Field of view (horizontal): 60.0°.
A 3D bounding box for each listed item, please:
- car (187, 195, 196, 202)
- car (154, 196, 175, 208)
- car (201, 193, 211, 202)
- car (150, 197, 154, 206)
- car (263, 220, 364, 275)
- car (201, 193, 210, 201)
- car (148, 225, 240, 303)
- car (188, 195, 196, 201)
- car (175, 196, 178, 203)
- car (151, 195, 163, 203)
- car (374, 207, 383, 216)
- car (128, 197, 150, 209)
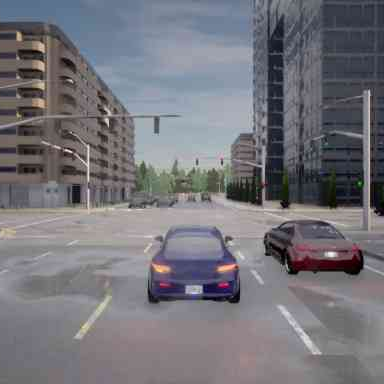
[{"bbox_3d":[-0.144,1.530,77.420,2.033,1.411,5.357,0,0,1],"label":"car"},{"bbox_3d":[-3.984,1.346,48.972,2.097,1.767,4.553,0,0,0],"label":"car"},{"bbox_3d":[3.358,1.346,77.627,2.097,1.767,4.553,0,0,1],"label":"car"},{"bbox_3d":[-7.455,1.557,54.906,1.994,1.385,4.181,0,0,2],"label":"car"},{"bbox_3d":[3.557,1.563,10.484,1.994,1.385,4.181,0,0,0],"label":"car"},{"bbox_3d":[3.468,1.214,87.790,2.150,2.045,5.566,0,0,1],"label":"car"},{"bbox_3d":[0.048,1.525,8.062,1.812,1.442,4.674,0,0,0],"label":"car"},{"bbox_3d":[-0.033,1.514,87.763,2.128,1.511,4.902,0,0,1],"label":"car"},{"bbox_3d":[-3.929,1.518,58.460,1.812,1.442,4.674,0,0,1],"label":"car"},{"bbox_3d":[-7.235,1.469,69.178,1.882,1.535,5.008,0,0,1],"label":"car"},{"bbox_3d":[19.462,1.652,30.665,4.718,1.301,1.895,0,0,0],"label":"car"},{"bbox_3d":[-7.495,1.499,46.012,1.837,1.490,4.892,0,0,1],"label":"car"}]
